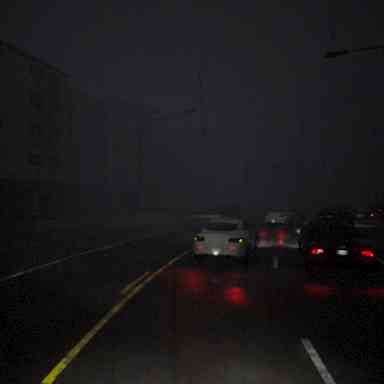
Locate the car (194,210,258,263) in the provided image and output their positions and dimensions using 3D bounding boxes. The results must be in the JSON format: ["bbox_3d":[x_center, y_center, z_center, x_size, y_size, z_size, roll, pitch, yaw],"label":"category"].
[{"bbox_3d":[1.372,1.650,12.497,1.812,1.442,4.674,0,0,16],"label":"car"}]

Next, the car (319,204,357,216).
[{"bbox_3d":[9.744,1.764,22.680,1.837,1.490,4.892,0,0,34],"label":"car"}]

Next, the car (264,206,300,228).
[{"bbox_3d":[6.836,1.788,24.621,1.812,1.442,4.674,0,0,34],"label":"car"}]

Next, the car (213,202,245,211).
[{"bbox_3d":[4.320,1.906,38.254,1.812,1.442,4.674,0,-1,43],"label":"car"}]

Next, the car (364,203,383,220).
[{"bbox_3d":[18.536,1.898,32.856,1.837,1.490,4.892,0,0,44],"label":"car"}]

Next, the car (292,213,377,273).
[{"bbox_3d":[4.631,1.674,11.237,2.033,1.411,5.357,0,-1,15],"label":"car"}]
